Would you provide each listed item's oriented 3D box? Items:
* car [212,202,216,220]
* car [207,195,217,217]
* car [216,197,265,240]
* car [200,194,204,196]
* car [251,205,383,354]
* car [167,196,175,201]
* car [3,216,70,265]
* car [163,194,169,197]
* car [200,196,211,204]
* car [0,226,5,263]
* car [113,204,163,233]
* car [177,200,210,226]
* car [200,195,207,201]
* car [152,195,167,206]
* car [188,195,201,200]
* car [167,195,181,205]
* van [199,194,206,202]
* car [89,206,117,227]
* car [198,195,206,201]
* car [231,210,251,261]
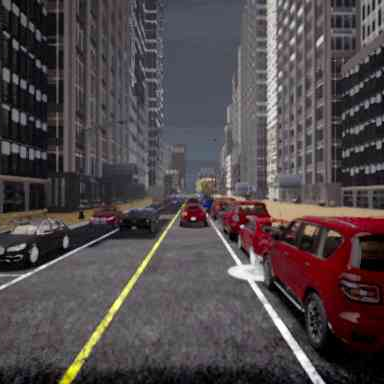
[{"bbox_3d":[2.690,1.607,22.727,1.947,1.339,4.313,0,0,0],"label":"car"},{"bbox_3d":[2.690,1.365,28.267,2.192,1.841,5.009,0,0,0],"label":"car"},{"bbox_3d":[2.692,1.346,17.189,2.192,1.841,5.009,0,0,0],"label":"car"},{"bbox_3d":[2.682,1.422,61.502,2.192,1.841,5.009,0,0,0],"label":"car"},{"bbox_3d":[2.694,1.327,6.109,2.192,1.841,5.009,0,0,0],"label":"car"},{"bbox_3d":[-5.706,1.696,89.197,1.887,1.381,4.507,0,0,0],"label":"car"},{"bbox_3d":[-5.689,1.572,11.645,2.008,1.369,4.403,0,0,0],"label":"car"},{"bbox_3d":[-5.701,1.440,72.579,2.192,1.841,5.009,0,0,0],"label":"car"},{"bbox_3d":[2.680,1.556,67.042,1.967,1.590,4.097,0,0,0],"label":"car"},{"bbox_3d":[-5.687,1.577,6.107,1.947,1.339,4.313,0,0,0],"label":"car"},{"bbox_3d":[-3.105,1.637,20.064,1.895,1.301,4.718,0,0,0],"label":"car"},{"bbox_3d":[0.094,1.568,23.864,1.812,1.442,4.674,0,0,0],"label":"car"},{"bbox_3d":[2.352,1.550,41.287,1.882,1.535,5.008,0,0,0],"label":"car"},{"bbox_3d":[-5.698,1.680,55.961,1.802,1.307,4.206,0,0,0],"label":"car"},{"bbox_3d":[0.090,1.585,46.248,1.837,1.490,4.892,0,0,0],"label":"car"},{"bbox_3d":[-3.040,1.633,61.493,1.812,1.442,4.674,0,0,0],"label":"car"},{"bbox_3d":[2.677,1.484,83.659,1.690,1.788,3.998,0,0,0],"label":"van"},{"bbox_3d":[-5.691,1.623,22.725,1.802,1.307,4.206,0,0,0],"label":"car"},{"bbox_3d":[2.675,1.592,89.199,1.967,1.590,4.097,0,0,0],"label":"car"},{"bbox_3d":[2.692,1.566,11.648,1.887,1.381,4.507,0,0,0],"label":"car"}]
